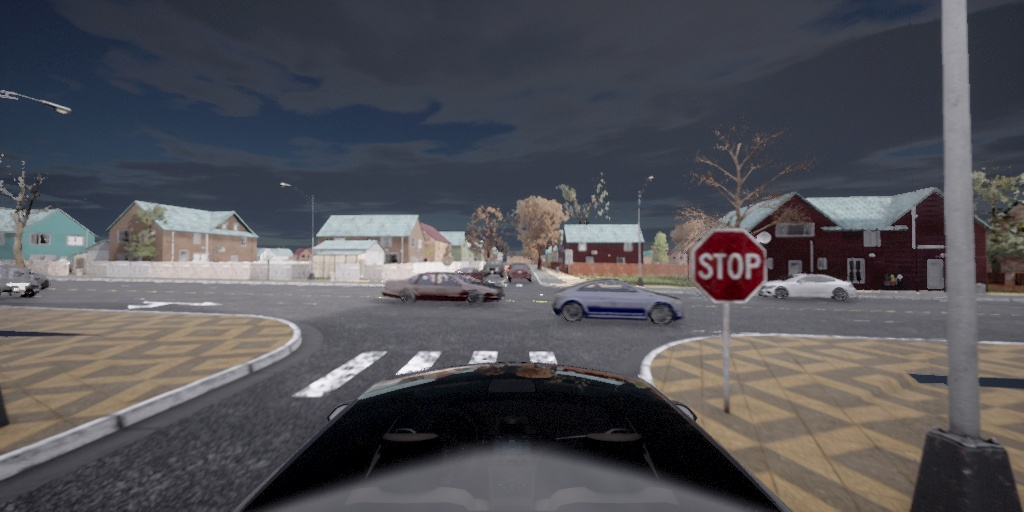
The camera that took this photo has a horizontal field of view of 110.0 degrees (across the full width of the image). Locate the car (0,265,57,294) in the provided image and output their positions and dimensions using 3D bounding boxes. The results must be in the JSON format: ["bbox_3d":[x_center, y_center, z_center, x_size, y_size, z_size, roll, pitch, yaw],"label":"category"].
[{"bbox_3d":[-27.999,1.238,19.615,4.181,1.385,1.994,0,-1,8],"label":"car"}]

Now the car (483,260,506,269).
[{"bbox_3d":[-1.974,1.450,40.879,2.150,2.045,5.566,0,-1,2],"label":"car"}]

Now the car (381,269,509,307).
[{"bbox_3d":[-3.045,1.428,16.130,5.357,1.411,2.033,0,-1,8],"label":"car"}]

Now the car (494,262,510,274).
[{"bbox_3d":[-1.445,1.748,53.855,2.097,1.767,4.553,0,-1,3],"label":"car"}]

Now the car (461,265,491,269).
[{"bbox_3d":[-3.456,1.624,27.979,1.994,1.385,4.181,0,-1,15],"label":"car"}]

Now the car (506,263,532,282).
[{"bbox_3d":[0.731,1.488,33.948,2.097,1.767,4.553,0,-1,1],"label":"car"}]

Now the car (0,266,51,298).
[{"bbox_3d":[-23.541,1.139,15.712,4.902,1.511,2.128,0,-1,8],"label":"car"}]

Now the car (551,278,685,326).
[{"bbox_3d":[3.410,1.447,11.949,4.181,1.385,1.994,1,-1,8],"label":"car"}]

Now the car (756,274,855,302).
[{"bbox_3d":[16.351,1.727,20.188,4.674,1.442,1.812,1,-1,8],"label":"car"}]
